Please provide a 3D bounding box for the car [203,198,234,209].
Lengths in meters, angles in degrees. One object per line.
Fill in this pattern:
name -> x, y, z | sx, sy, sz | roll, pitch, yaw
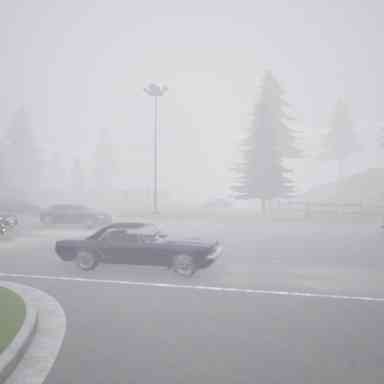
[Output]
car -> 3.652, 1.547, 44.812 | 2.033, 1.411, 5.357 | 0, 0, 37

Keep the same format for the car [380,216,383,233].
car -> 10.850, 1.491, 14.211 | 4.902, 1.511, 2.128 | 0, 0, 13

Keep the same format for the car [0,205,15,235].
car -> -11.307, 1.505, 15.807 | 4.892, 1.490, 1.837 | 0, 0, 13

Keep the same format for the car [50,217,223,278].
car -> -1.486, 1.601, 9.912 | 4.718, 1.301, 1.895 | 0, 0, 13

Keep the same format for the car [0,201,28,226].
car -> -12.736, 1.493, 19.737 | 4.902, 1.511, 2.128 | 0, 0, 13

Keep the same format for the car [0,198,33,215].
car -> -16.566, 1.351, 32.341 | 4.553, 1.767, 2.097 | 0, 0, -11

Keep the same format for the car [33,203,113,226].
car -> -7.702, 1.505, 22.151 | 4.892, 1.490, 1.837 | 0, 0, 13
